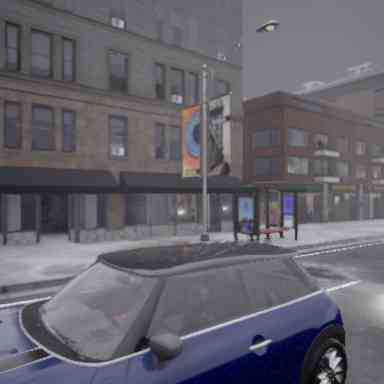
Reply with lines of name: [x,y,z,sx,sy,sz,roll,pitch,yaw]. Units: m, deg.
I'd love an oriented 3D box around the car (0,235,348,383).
car: [-0.429,1.397,3.376,4.553,1.767,2.097,1,-1,-37]
